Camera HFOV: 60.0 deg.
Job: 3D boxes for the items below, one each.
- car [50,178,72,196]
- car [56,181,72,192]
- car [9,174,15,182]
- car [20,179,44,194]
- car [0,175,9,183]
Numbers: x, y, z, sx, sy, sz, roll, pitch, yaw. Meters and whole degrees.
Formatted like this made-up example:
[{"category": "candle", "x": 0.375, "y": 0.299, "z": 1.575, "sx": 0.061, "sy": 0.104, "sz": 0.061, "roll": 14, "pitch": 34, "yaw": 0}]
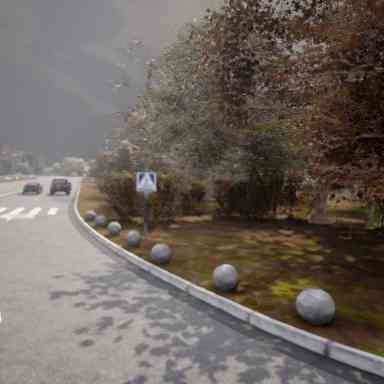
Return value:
[{"category": "car", "x": -16.486, "y": -0.683, "z": 41.669, "sx": 2.150, "sy": 2.045, "sz": 5.566, "roll": 1, "pitch": 3, "yaw": -18}, {"category": "car", "x": -19.817, "y": -0.923, "z": 51.790, "sx": 2.033, "sy": 1.411, "sz": 5.357, "roll": 1, "pitch": 3, "yaw": -18}, {"category": "car", "x": -45.476, "y": -3.289, "z": 81.142, "sx": 1.946, "sy": 1.575, "sz": 5.366, "roll": 1, "pitch": 3, "yaw": -18}, {"category": "car", "x": -19.932, "y": -0.532, "z": 41.749, "sx": 1.837, "sy": 1.490, "sz": 4.892, "roll": 1, "pitch": 3, "yaw": -18}, {"category": "car", "x": -43.362, "y": -2.922, "z": 74.613, "sx": 2.231, "sy": 1.521, "sz": 4.892, "roll": 1, "pitch": 3, "yaw": -18}]
